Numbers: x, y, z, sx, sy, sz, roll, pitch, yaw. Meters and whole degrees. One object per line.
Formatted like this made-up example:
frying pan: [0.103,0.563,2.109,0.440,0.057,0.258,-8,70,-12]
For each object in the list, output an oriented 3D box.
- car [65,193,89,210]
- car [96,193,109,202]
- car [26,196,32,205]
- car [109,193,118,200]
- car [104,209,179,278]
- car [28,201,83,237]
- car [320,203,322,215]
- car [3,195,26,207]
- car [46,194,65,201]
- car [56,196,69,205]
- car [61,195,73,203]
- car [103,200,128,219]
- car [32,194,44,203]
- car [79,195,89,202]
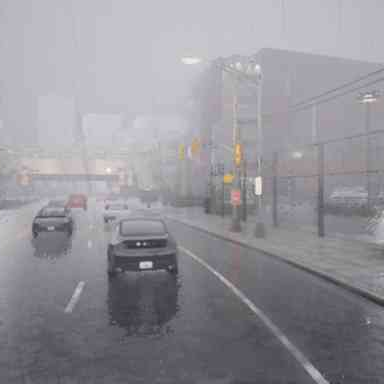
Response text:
car: [-14.079,1.196,41.105,2.150,2.045,5.566,0,0,-17]
car: [-19.598,1.295,71.602,2.097,1.767,4.553,0,0,-17]
car: [-29.375,1.353,56.972,2.185,1.767,4.553,0,0,-17]
car: [-19.574,1.515,82.842,1.895,1.301,4.718,0,0,-17]
car: [-1.625,1.492,10.276,1.837,1.490,4.892,0,0,-13]
car: [-7.270,1.484,17.931,2.128,1.511,4.902,0,0,-16]
car: [12.527,1.162,28.464,2.185,1.767,4.553,0,0,-17]
car: [-27.410,1.482,50.854,2.097,1.535,5.008,0,0,-17]
car: [-20.981,1.457,51.689,1.882,1.535,5.008,0,0,-17]
car: [-23.840,1.498,61.308,1.812,1.442,4.674,0,0,-17]
car: [-26.808,1.489,71.304,2.128,1.511,4.902,0,0,-17]
car: [-5.907,1.575,25.836,1.895,1.301,4.718,0,0,-16]
car: [-32.411,1.471,67.311,2.231,1.521,4.892,0,0,-7]
car: [-24.049,1.503,74.323,1.994,1.385,4.181,0,0,-16]
